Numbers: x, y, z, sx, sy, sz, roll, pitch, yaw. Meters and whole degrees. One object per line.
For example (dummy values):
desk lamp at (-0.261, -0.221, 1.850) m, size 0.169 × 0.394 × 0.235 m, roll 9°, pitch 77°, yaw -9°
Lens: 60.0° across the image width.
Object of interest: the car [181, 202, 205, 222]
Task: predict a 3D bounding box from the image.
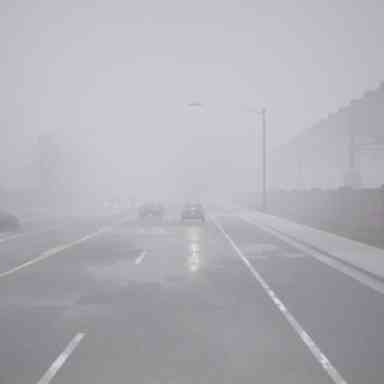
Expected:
car at (0.081, 1.508, 25.834) m, size 2.033 × 1.411 × 5.357 m, roll 0°, pitch 0°, yaw 0°

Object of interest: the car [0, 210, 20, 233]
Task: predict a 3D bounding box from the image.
car at (-10.598, 1.550, 16.875) m, size 1.994 × 1.385 × 4.181 m, roll 0°, pitch 0°, yaw 0°

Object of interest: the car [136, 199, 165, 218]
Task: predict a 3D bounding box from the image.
car at (-3.408, 1.551, 29.118) m, size 1.895 × 1.301 × 4.718 m, roll 0°, pitch 0°, yaw 0°

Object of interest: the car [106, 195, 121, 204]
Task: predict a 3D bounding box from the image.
car at (-14.018, 1.362, 59.741) m, size 1.837 × 1.490 × 4.892 m, roll 0°, pitch 0°, yaw 1°

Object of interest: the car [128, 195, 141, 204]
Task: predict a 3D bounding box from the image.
car at (-10.512, 1.351, 61.460) m, size 1.837 × 1.490 × 4.892 m, roll 0°, pitch 0°, yaw 1°
